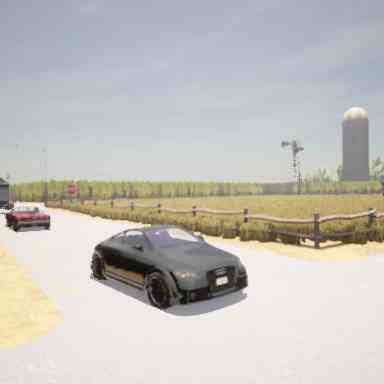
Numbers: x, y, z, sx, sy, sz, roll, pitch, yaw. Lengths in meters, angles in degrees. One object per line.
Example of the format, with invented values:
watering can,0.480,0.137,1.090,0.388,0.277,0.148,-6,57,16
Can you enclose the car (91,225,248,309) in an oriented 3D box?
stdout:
car,-0.731,1.504,7.826,1.994,1.385,4.181,-1,1,-41

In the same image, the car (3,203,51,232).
car,-9.957,1.542,20.158,1.895,1.301,4.718,-1,1,-35

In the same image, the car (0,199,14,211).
car,-18.799,1.157,32.781,1.882,1.535,5.008,-1,1,-35
